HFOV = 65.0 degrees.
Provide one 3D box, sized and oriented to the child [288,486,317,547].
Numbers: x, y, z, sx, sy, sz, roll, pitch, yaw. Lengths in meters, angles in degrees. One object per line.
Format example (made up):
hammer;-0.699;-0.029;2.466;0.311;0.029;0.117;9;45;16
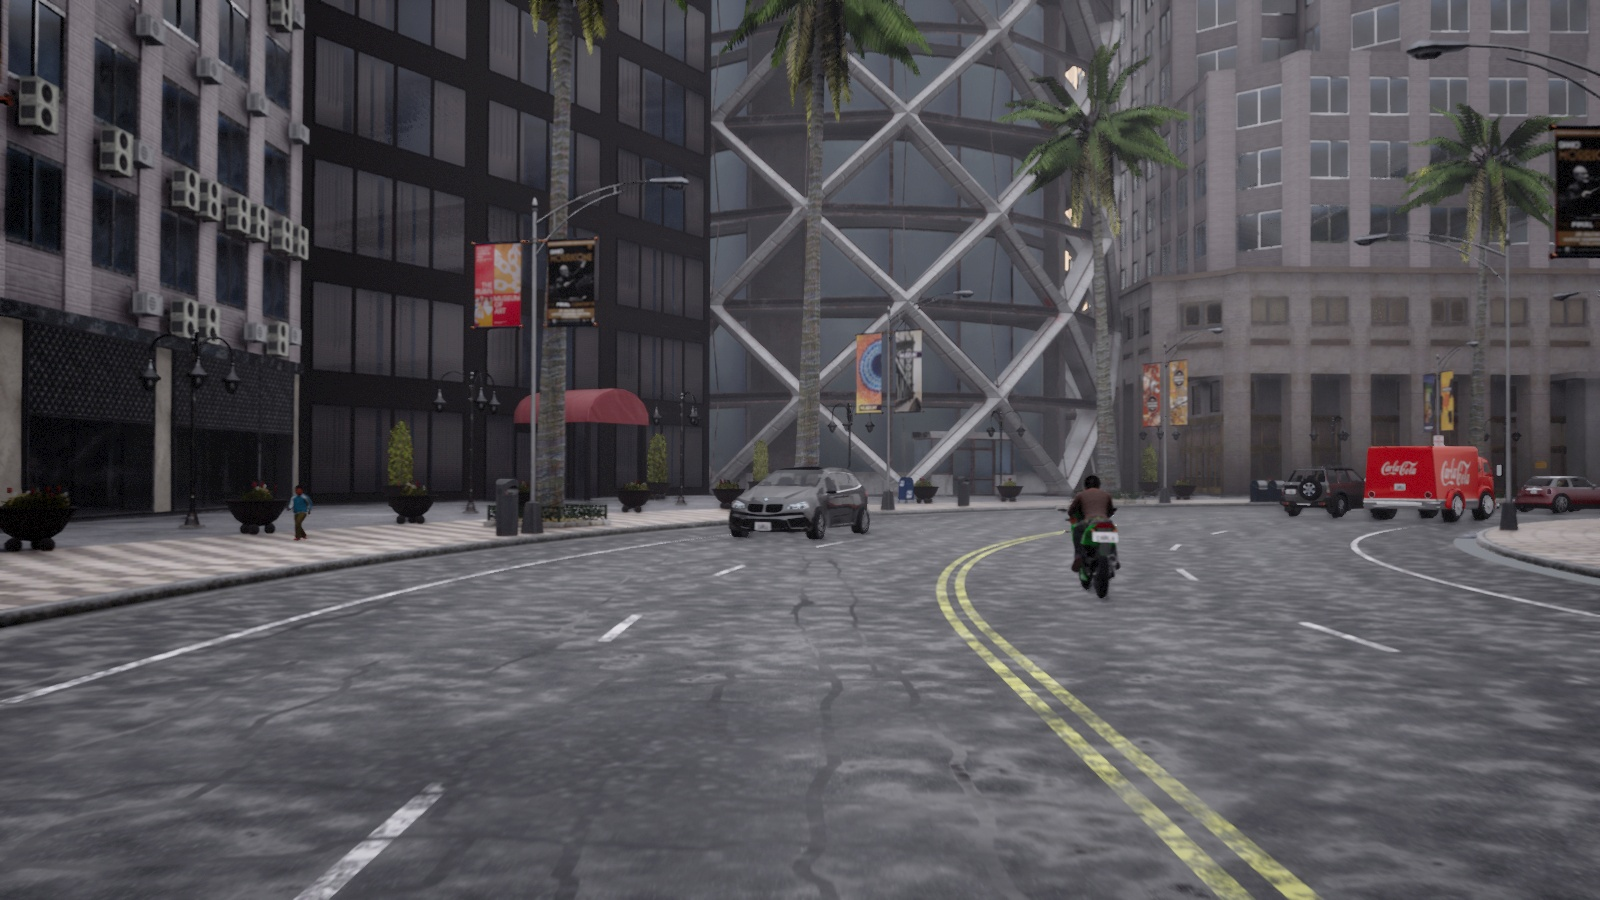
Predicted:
child;-9.796;1.304;24.719;0.343;1.192;0.448;0;-1;10

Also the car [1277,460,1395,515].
car;19.250;1.309;45.055;4.605;1.855;1.932;1;-1;-39

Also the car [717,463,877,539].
car;0.040;1.166;30.270;2.242;1.667;4.611;-1;-1;23

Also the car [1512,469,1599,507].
car;31.045;1.503;50.627;3.806;1.475;1.970;0;-1;-16

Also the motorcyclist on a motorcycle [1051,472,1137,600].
motorcyclist on a motorcycle;3.745;1.052;16.136;0.797;1.523;2.044;0;-1;5

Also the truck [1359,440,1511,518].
truck;21.436;0.950;42.321;5.204;2.467;2.627;1;-1;-39
